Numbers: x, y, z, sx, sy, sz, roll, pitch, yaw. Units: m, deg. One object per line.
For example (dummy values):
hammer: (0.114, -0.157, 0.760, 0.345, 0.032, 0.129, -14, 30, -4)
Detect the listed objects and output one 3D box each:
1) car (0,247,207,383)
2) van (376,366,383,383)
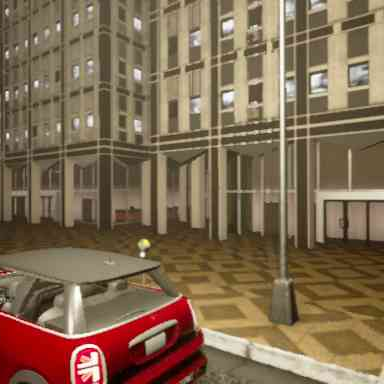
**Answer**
car: (-1.920, 1.447, 4.249, 4.097, 1.590, 1.967, 0, 0, 36)
van: (2.713, 1.338, 0.944, 3.998, 1.788, 1.690, 0, 0, 36)
